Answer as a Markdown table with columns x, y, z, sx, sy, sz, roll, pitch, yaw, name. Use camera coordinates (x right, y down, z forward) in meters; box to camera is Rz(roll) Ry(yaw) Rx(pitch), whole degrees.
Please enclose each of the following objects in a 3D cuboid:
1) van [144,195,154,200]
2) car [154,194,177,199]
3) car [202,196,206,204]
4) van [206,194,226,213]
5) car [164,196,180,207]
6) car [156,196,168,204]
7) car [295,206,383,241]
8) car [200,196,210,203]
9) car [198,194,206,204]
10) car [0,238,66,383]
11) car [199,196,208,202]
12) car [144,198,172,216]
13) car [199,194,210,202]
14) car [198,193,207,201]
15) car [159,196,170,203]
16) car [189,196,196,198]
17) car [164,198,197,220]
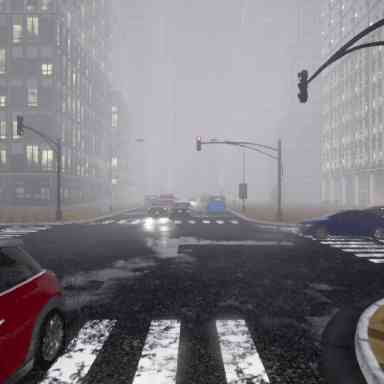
| x | y | z | sx | sy | sz | roll | pitch | yaw | name |
| --- | --- | --- | --- | --- | --- | --- | --- | --- | --- |
| -5.757 | 1.340 | 47.022 | 1.690 | 1.788 | 3.998 | 0 | 0 | 0 | van |
| -3.179 | 1.221 | 42.925 | 2.150 | 2.045 | 5.566 | 0 | 0 | 1 | car |
| 2.623 | 1.544 | 41.452 | 1.887 | 1.381 | 4.507 | 0 | 0 | 0 | car |
| 2.692 | 1.340 | 35.914 | 1.690 | 1.788 | 3.998 | 0 | 0 | 0 | van |
| -3.138 | 1.491 | 53.229 | 2.128 | 1.511 | 4.902 | 0 | 0 | 0 | car |
| -5.692 | 1.564 | 63.639 | 1.947 | 1.339 | 4.313 | 0 | 0 | 0 | car |
| 7.627 | 1.601 | 16.710 | 4.674 | 1.442 | 1.812 | 1 | 0 | -1 | car |
| 2.710 | 1.542 | 69.145 | 1.887 | 1.381 | 4.507 | 0 | 0 | 0 | car |
| 2.689 | 1.313 | 63.606 | 2.192 | 1.841 | 5.009 | 0 | 0 | 0 | car |
| -2.932 | 1.351 | 2.755 | 2.097 | 1.767 | 4.553 | 0 | 0 | 5 | car |
| 2.755 | 1.561 | 80.225 | 1.947 | 1.339 | 4.313 | 0 | 0 | 0 | car |
| -3.226 | 1.600 | 32.880 | 1.895 | 1.301 | 4.718 | 0 | 0 | 0 | car |
| 2.733 | 1.311 | 74.685 | 2.192 | 1.841 | 5.009 | 0 | 0 | 0 | car |
| 2.778 | 1.309 | 85.764 | 2.192 | 1.841 | 5.009 | 0 | 0 | 0 | car |
| -5.670 | 1.548 | 69.178 | 2.008 | 1.369 | 4.403 | 0 | 0 | 0 | car |
| 0.051 | 1.593 | 72.708 | 1.895 | 1.301 | 4.718 | 0 | 0 | 0 | car |
| -0.755 | 1.547 | 28.497 | 2.033 | 1.411 | 5.357 | 0 | 0 | 4 | car |
